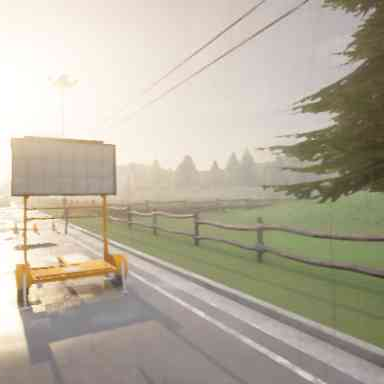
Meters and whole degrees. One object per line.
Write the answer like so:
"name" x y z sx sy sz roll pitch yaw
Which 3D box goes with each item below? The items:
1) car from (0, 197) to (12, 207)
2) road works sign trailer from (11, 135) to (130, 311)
"car" -34.027 1.873 60.581 1.812 1.442 4.674 -1 0 -31
"road works sign trailer" -3.086 0.494 8.150 2.380 3.560 2.880 -1 0 -31
